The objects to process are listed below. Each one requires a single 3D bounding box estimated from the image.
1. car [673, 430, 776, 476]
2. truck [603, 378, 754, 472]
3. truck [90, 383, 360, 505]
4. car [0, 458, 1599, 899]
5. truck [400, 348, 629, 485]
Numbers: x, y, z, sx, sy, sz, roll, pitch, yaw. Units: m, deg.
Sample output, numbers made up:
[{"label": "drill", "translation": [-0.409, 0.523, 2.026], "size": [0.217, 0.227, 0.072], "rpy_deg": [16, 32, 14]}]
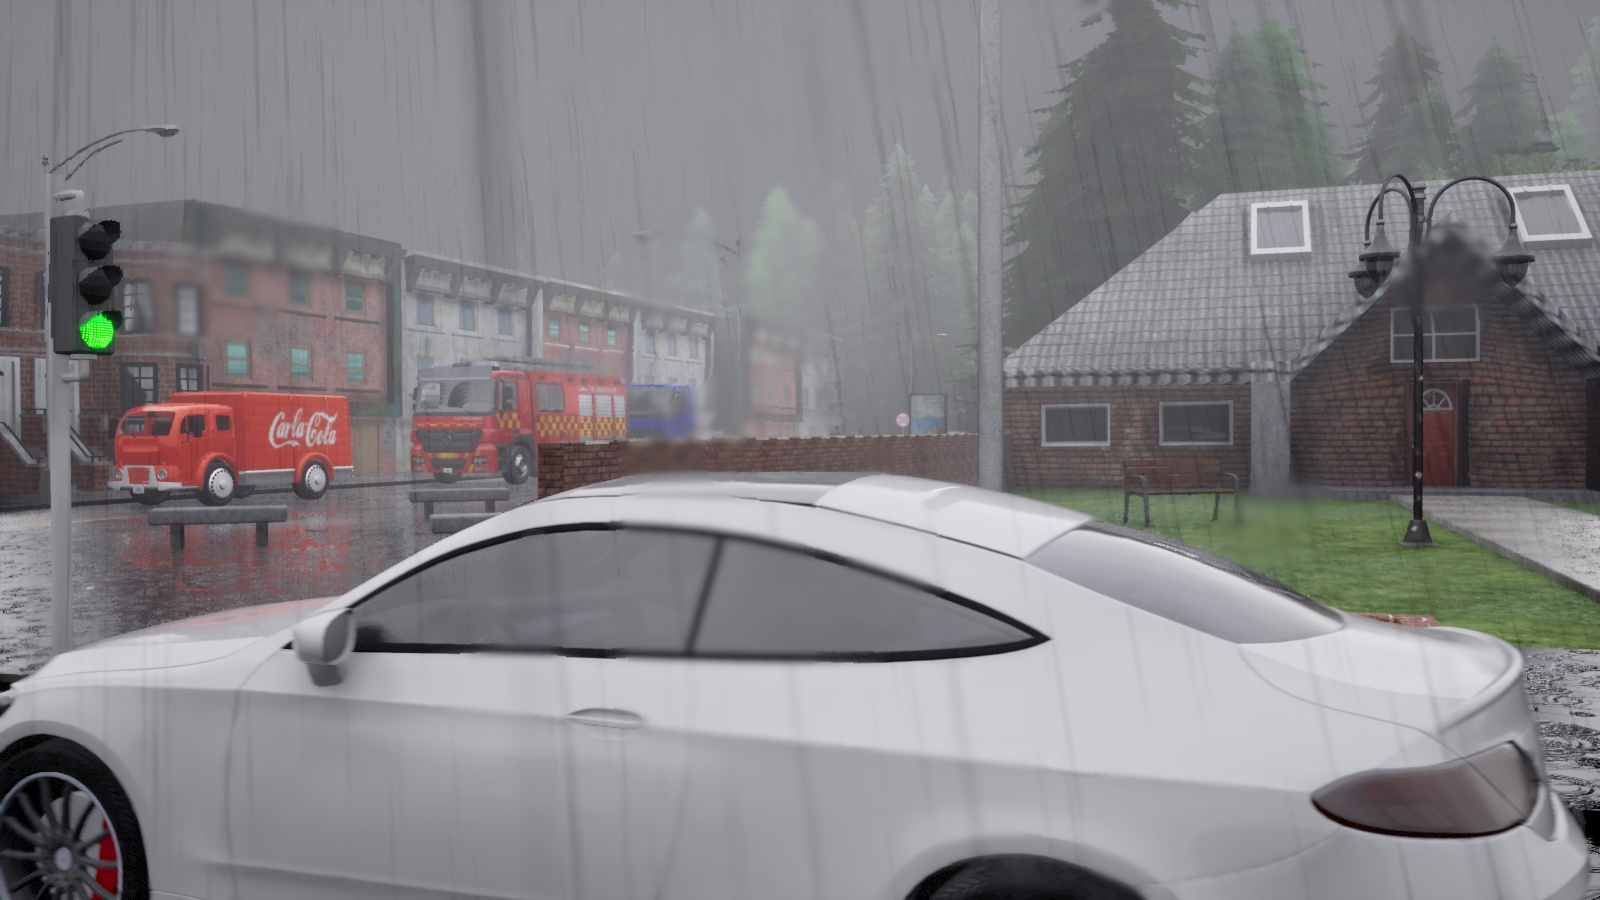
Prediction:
[{"label": "car", "translation": [-2.607, 0.051, 44.476], "size": [2.007, 1.525, 4.514], "rpy_deg": [1, 1, 20]}, {"label": "truck", "translation": [-4.694, -0.981, 50.418], "size": [2.891, 3.462, 7.936], "rpy_deg": [1, 1, 20]}, {"label": "truck", "translation": [-12.732, -0.161, 28.262], "size": [2.627, 2.467, 5.204], "rpy_deg": [1, 1, 20]}, {"label": "car", "translation": [-0.405, 0.789, 3.830], "size": [4.674, 1.442, 1.812], "rpy_deg": [1, 1, 23]}, {"label": "truck", "translation": [-8.667, -1.003, 39.476], "size": [2.891, 3.827, 8.468], "rpy_deg": [1, 1, 20]}]
